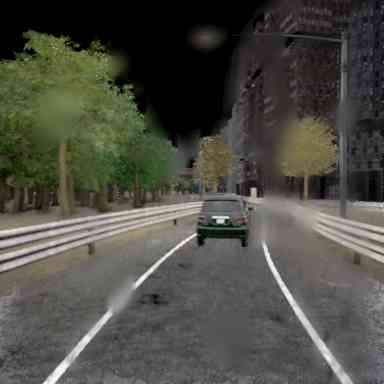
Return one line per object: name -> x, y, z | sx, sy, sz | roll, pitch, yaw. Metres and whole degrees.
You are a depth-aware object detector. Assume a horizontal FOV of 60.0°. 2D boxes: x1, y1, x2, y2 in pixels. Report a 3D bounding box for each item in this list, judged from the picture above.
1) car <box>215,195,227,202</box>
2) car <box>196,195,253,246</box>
car -> 6.549, 1.471, 76.190 | 1.812, 1.442, 4.674 | 0, 0, -7
car -> 1.622, 1.229, 15.522 | 2.150, 2.045, 5.566 | 0, 0, 11
